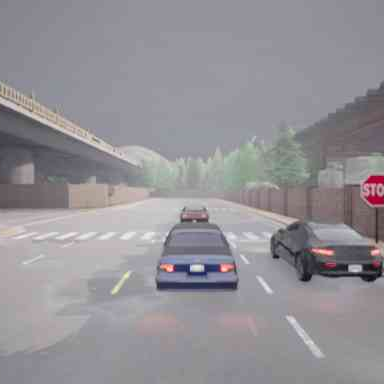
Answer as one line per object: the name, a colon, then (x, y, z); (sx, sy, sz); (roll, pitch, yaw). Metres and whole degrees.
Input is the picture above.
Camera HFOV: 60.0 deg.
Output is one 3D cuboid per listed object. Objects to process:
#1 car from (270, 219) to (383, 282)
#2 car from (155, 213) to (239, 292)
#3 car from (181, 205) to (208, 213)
car: (3.600, 1.518, 9.631); (1.812, 1.442, 4.674); (0, 0, 0)
car: (0.099, 1.540, 9.034); (2.033, 1.411, 5.357); (0, 0, 0)
car: (0.179, 1.582, 23.761); (1.895, 1.301, 4.718); (0, 0, 1)
